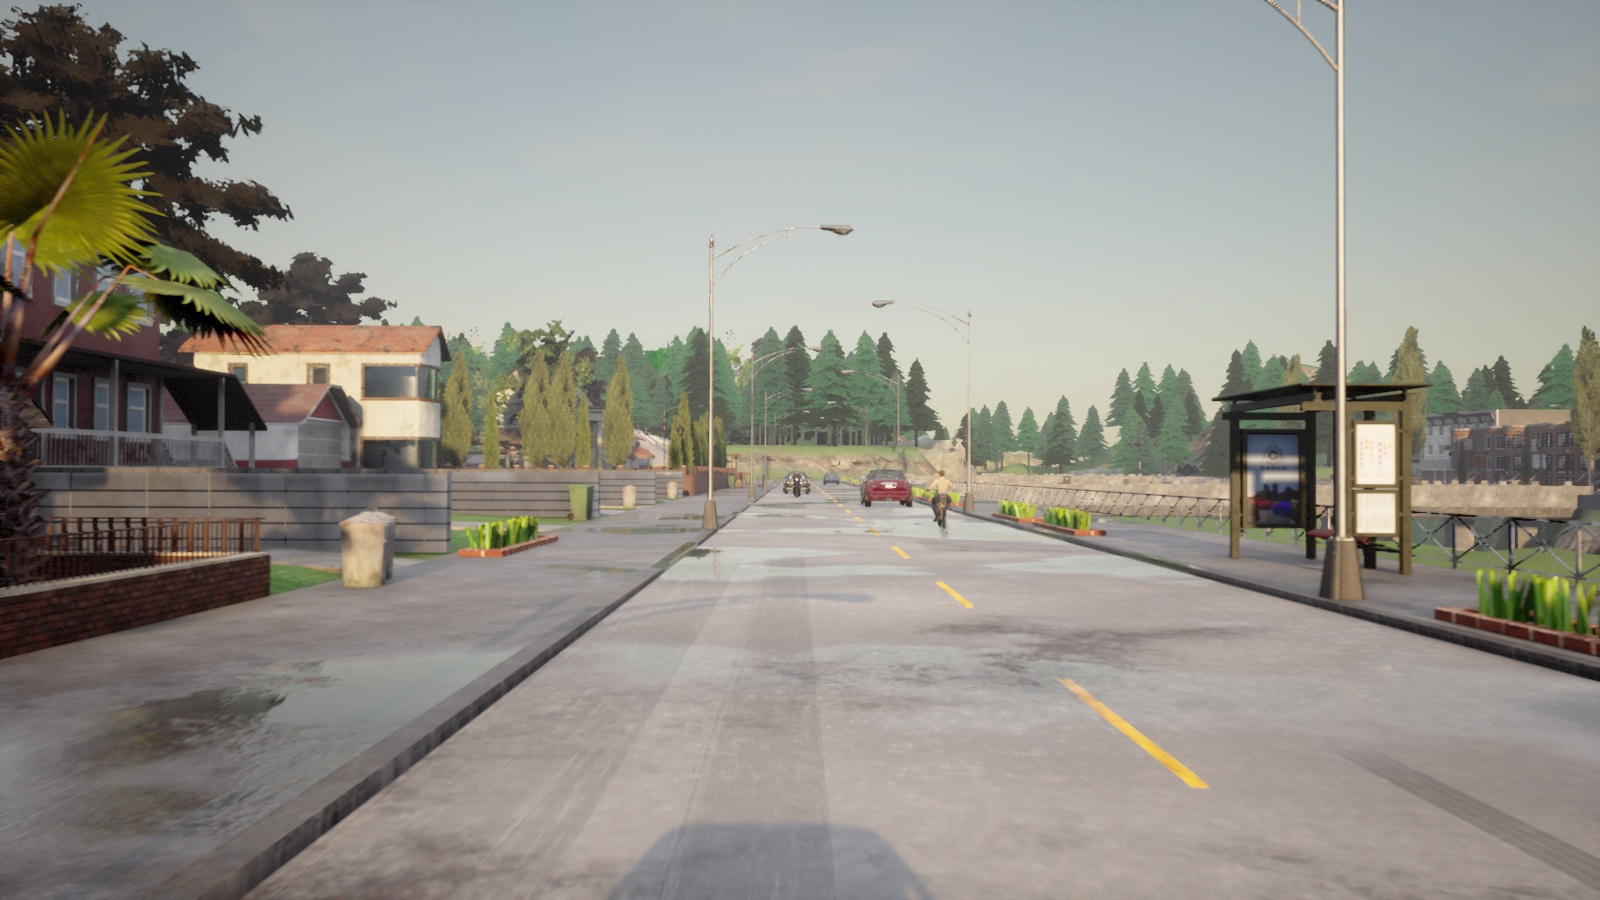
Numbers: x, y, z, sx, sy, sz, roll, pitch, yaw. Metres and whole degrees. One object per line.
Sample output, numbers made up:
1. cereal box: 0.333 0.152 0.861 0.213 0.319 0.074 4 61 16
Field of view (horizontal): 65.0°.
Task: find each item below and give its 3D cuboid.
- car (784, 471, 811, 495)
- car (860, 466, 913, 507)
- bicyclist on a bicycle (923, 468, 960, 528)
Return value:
1. car: -0.201 2.223 85.375 1.789 1.549 3.705 0 -1 0
2. car: 3.866 1.608 56.784 2.097 1.767 4.553 0 -1 0
3. bicyclist on a bicycle: 3.918 1.320 34.908 0.866 1.612 1.509 0 -1 0
